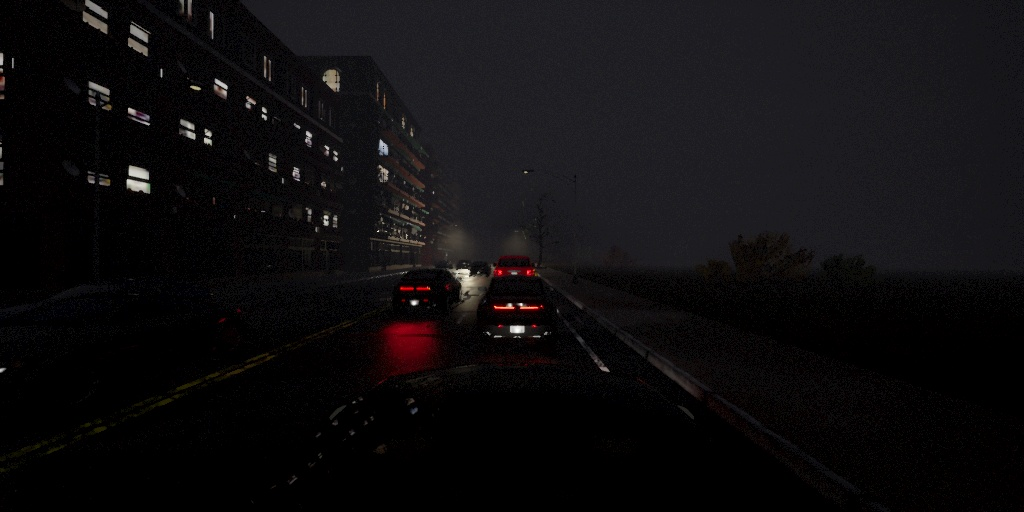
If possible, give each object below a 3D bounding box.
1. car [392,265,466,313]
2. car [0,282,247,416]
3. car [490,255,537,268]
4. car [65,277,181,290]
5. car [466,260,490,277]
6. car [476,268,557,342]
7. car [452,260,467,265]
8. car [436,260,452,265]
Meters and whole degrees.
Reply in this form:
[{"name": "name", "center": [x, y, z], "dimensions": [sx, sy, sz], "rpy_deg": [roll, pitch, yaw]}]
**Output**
[{"name": "car", "center": [-3.140, 1.255, 13.955], "dimensions": [1.837, 1.490, 4.892], "rpy_deg": [0, 0, 0]}, {"name": "car", "center": [-6.596, 1.314, 5.858], "dimensions": [1.994, 1.385, 4.181], "rpy_deg": [0, 0, 0]}, {"name": "car", "center": [0.114, 0.974, 20.118], "dimensions": [2.150, 2.045, 5.566], "rpy_deg": [0, 0, 0]}, {"name": "car", "center": [-9.844, 1.277, 8.934], "dimensions": [1.812, 1.442, 4.674], "rpy_deg": [0, 0, 0]}, {"name": "car", "center": [-3.123, 1.260, 35.879], "dimensions": [1.837, 1.490, 4.892], "rpy_deg": [0, 1, 0]}, {"name": "car", "center": [0.108, 1.256, 9.771], "dimensions": [1.837, 1.490, 4.892], "rpy_deg": [0, 0, 0]}, {"name": "car", "center": [-6.560, 1.257, 49.110], "dimensions": [1.837, 1.490, 4.892], "rpy_deg": [0, 0, 0]}, {"name": "car", "center": [-9.808, 1.299, 52.045], "dimensions": [2.033, 1.411, 5.357], "rpy_deg": [0, 0, 0]}]
